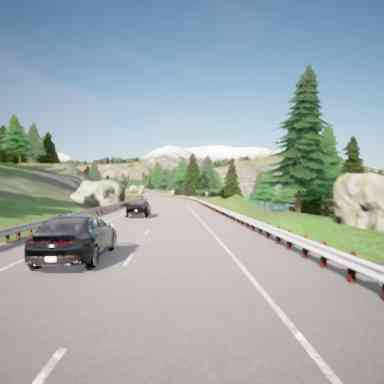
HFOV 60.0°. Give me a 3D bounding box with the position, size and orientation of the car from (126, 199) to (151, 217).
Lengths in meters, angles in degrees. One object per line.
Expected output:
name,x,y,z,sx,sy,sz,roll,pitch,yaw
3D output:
car,-4.780,1.400,30.124,1.882,1.535,5.008,0,0,-3

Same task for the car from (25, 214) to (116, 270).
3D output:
car,-3.786,1.492,11.080,1.837,1.490,4.892,0,0,-3
